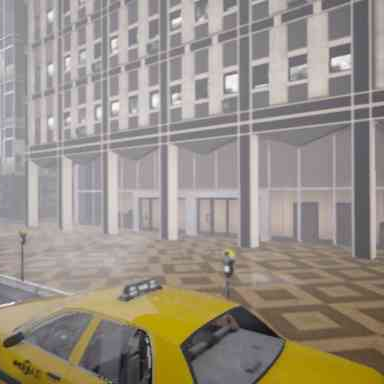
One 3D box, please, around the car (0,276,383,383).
[{"bbox_3d":[-0.706,1.551,3.374,4.829,1.417,1.752,-1,0,36],"label":"car"}]
